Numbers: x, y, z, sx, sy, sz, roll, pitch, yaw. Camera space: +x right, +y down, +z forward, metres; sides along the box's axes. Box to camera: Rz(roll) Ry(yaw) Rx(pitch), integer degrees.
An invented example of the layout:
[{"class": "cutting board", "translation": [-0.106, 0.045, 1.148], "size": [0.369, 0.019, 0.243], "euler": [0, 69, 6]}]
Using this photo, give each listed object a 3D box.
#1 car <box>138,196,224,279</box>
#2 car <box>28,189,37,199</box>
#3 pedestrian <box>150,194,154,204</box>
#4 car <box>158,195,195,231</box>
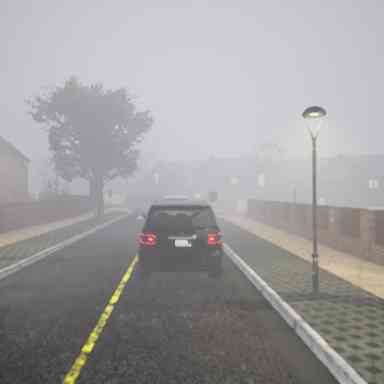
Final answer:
[{"class": "car", "translation": [-0.384, 1.241, 10.249], "size": [2.150, 2.045, 5.566], "euler": [0, 0, -3]}, {"class": "car", "translation": [-26.920, 0.332, 52.481], "size": [5.566, 2.045, 2.150], "euler": [2, 0, 29]}, {"class": "pedestrian", "translation": [-5.745, 1.103, 47.514], "size": [0.375, 1.860, 0.375], "euler": [-1, -5, 29]}, {"class": "car", "translation": [-1.057, 1.244, 22.231], "size": [2.150, 2.045, 5.566], "euler": [0, 0, -3]}]
